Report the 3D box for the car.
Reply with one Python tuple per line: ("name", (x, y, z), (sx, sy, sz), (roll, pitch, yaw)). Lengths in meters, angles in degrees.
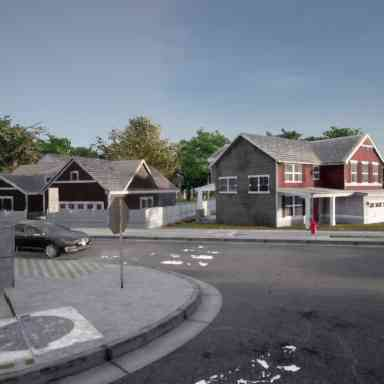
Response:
("car", (-6.972, 2.076, 15.278), (4.892, 1.490, 1.837), (-2, 0, 20))
